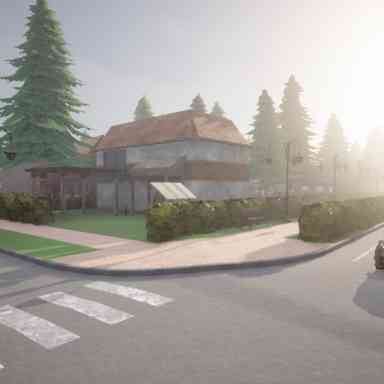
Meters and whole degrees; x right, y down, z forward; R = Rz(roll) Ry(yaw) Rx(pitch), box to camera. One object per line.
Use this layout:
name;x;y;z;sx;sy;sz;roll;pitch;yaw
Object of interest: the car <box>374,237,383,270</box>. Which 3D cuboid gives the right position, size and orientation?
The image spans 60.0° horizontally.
car;6.556;1.396;9.252;1.994;1.385;4.181;1;2;40
